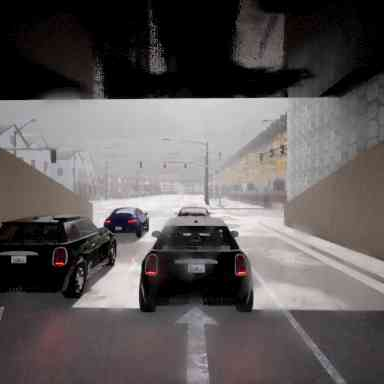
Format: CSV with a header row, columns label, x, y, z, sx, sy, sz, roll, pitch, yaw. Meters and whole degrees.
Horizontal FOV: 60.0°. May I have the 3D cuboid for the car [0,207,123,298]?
label,x,y,z,sx,sy,sz,roll,pitch,yaw
car,-3.415,1.352,8.678,2.097,1.767,4.553,0,0,0

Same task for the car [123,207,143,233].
label,x,y,z,sx,sy,sz,roll,pitch,yaw
car,-3.411,1.526,17.729,1.812,1.442,4.674,0,0,0

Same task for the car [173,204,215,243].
label,x,y,z,sx,sy,sz,roll,pitch,yaw
car,0.089,1.478,17.183,1.882,1.535,5.008,0,0,0

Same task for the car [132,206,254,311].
label,x,y,z,sx,sy,sz,roll,pitch,yaw
car,0.080,1.352,7.915,2.097,1.767,4.553,0,0,0
